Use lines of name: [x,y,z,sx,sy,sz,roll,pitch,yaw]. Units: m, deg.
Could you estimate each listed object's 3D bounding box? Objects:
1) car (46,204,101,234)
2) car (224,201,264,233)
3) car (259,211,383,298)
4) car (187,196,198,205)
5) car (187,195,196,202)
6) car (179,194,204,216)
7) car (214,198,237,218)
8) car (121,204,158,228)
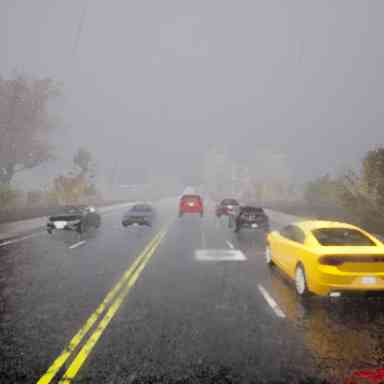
car: [-6.613,1.483,19.078,2.128,1.511,4.902,0,0,0]
car: [3.236,1.495,19.582,1.837,1.490,4.892,0,0,0]
car: [3.244,1.475,8.582,1.882,1.535,5.008,0,0,0]
car: [0.055,1.470,57.442,1.812,1.442,4.674,0,0,0]
car: [-0.052,1.397,74.039,1.882,1.535,5.008,0,0,0]
car: [-0.056,1.202,31.928,2.150,2.045,5.566,0,0,0]
car: [3.229,1.333,30.552,2.097,1.767,4.553,0,0,0]
car: [-3.365,1.536,22.419,2.033,1.411,5.357,0,0,0]
